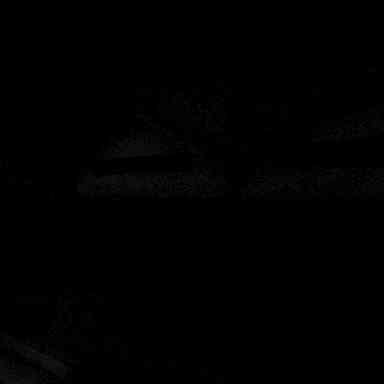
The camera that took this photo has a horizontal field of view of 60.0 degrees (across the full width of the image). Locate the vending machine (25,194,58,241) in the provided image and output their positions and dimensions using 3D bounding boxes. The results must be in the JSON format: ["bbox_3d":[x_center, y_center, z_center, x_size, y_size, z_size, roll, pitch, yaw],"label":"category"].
[{"bbox_3d":[-6.997,1.149,15.473,1.100,2.100,0.880,0,0,17],"label":"vending machine"}]
